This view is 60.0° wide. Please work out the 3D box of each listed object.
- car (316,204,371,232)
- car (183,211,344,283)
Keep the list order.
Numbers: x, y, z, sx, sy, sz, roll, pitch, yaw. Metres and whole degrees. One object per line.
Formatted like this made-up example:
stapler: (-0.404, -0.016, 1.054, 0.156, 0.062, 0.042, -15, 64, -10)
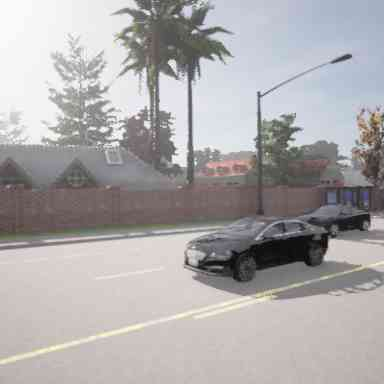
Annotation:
car: (7.817, 1.461, 18.177, 5.008, 1.535, 1.882, 0, 0, -36)
car: (2.026, 1.486, 9.739, 4.902, 1.511, 2.128, 0, 0, -36)
